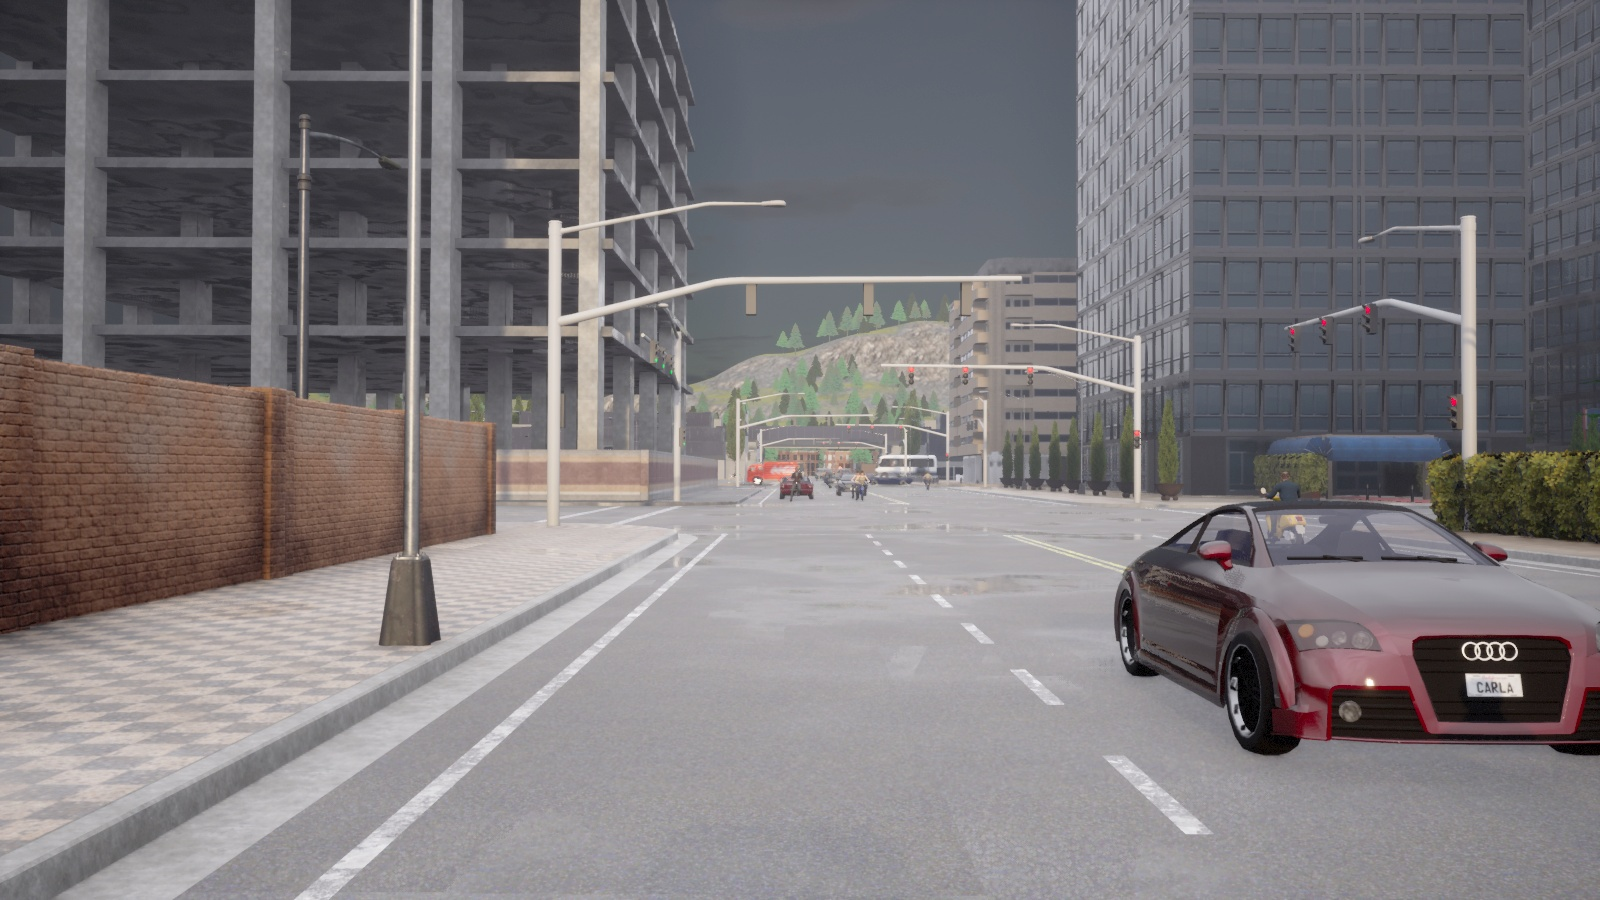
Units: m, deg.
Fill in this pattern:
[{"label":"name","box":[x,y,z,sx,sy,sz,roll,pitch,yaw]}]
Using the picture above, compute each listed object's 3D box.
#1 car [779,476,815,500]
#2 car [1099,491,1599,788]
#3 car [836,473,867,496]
[{"label":"car","box":[-0.164,2.091,70.149,1.895,1.301,4.718,0,-1,0]},{"label":"car","box":[3.480,1.004,8.286,1.994,1.385,4.181,0,-1,0]},{"label":"car","box":[3.309,2.183,80.926,1.812,1.442,4.674,0,-1,0]}]
